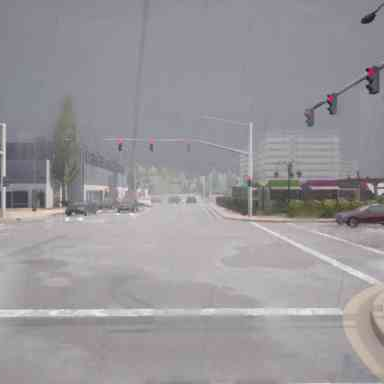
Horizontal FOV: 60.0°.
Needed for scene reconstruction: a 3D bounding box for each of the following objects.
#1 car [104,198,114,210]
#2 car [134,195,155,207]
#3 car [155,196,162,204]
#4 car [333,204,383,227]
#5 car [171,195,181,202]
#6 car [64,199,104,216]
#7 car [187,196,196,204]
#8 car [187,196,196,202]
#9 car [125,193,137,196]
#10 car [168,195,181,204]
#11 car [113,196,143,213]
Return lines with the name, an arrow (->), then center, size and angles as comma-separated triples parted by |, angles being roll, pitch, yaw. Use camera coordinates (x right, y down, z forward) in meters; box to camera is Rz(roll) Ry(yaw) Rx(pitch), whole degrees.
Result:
car -> -10.670, 1.505, 42.645 | 1.837, 1.490, 4.892 | 0, 0, 0
car -> -7.172, 1.525, 49.773 | 1.812, 1.442, 4.674 | 0, 0, 0
car -> -7.140, 1.564, 65.869 | 1.994, 1.385, 4.181 | 0, 0, 0
car -> 11.769, 1.526, 21.917 | 4.674, 1.442, 1.812 | 0, 0, 1
car -> -3.625, 1.425, 74.832 | 1.994, 1.385, 4.181 | 0, 0, 0
car -> -10.654, 1.547, 32.583 | 2.033, 1.411, 5.357 | 0, 0, 0
car -> -0.108, 1.491, 64.565 | 2.128, 1.511, 4.902 | 0, 0, 0
car -> -0.125, 1.468, 74.870 | 1.895, 1.301, 4.718 | 0, 0, 0
car -> -10.678, 1.222, 57.957 | 2.150, 2.045, 5.566 | 0, 0, 0
car -> -3.608, 1.547, 64.559 | 2.033, 1.411, 5.357 | 0, 0, 0
car -> -7.163, 1.505, 37.675 | 1.837, 1.490, 4.892 | 0, 0, 0
